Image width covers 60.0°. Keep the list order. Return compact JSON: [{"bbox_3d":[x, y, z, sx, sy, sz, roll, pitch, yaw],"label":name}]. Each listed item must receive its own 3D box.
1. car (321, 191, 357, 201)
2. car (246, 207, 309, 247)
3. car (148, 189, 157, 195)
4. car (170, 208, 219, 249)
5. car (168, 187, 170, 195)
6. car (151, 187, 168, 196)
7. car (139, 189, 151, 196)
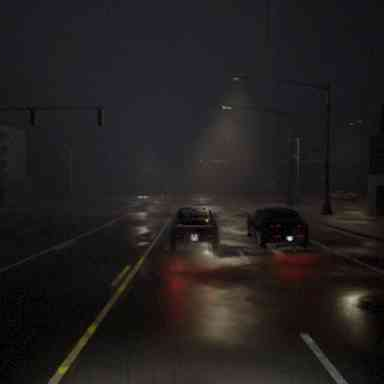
[{"bbox_3d":[21.469,0.559,48.639,5.008,1.535,1.882,0,2,1],"label":"car"},{"bbox_3d":[3.588,1.419,14.556,1.837,1.490,4.892,0,0,0],"label":"car"},{"bbox_3d":[-10.480,-0.059,88.517,1.812,1.442,4.674,0,1,0],"label":"car"},{"bbox_3d":[0.088,1.410,14.196,2.128,1.511,4.902,0,1,0],"label":"car"},{"bbox_3d":[-6.980,-0.363,88.841,2.150,2.045,5.566,0,1,0],"label":"car"},{"bbox_3d":[-6.983,-0.135,72.757,2.150,2.045,5.566,0,1,0],"label":"car"},{"bbox_3d":[-10.483,0.164,72.797,2.128,1.511,4.902,0,1,0],"label":"car"}]
